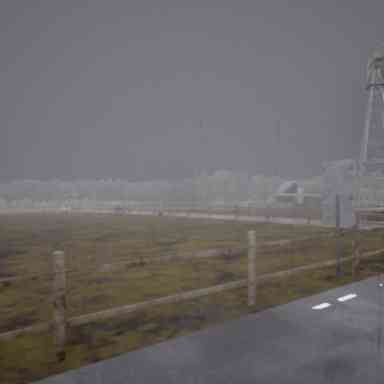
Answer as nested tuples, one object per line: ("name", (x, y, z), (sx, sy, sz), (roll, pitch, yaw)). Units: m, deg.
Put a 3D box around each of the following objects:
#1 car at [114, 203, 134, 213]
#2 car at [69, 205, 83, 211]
("car", (-11.318, 2.648, 55.175), (1.837, 1.490, 4.892), (0, -2, -35))
("car", (-29.264, 4.143, 85.090), (1.812, 1.442, 4.674), (0, -3, -35))
